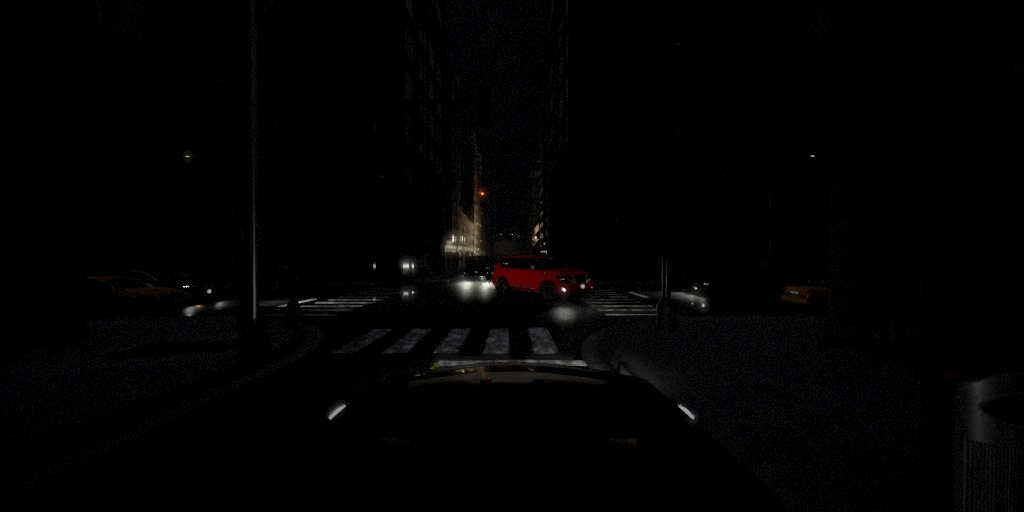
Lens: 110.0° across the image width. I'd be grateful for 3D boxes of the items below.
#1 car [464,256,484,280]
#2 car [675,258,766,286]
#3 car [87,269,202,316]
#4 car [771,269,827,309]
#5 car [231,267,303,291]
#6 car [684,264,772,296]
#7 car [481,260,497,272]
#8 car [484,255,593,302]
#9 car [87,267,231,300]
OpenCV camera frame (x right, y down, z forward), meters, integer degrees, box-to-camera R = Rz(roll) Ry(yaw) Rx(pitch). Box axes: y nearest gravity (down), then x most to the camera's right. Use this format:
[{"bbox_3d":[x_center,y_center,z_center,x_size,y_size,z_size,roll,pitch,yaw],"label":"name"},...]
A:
[{"bbox_3d":[-2.909,0.969,31.681,2.150,2.045,5.566,0,-1,0],"label":"car"},{"bbox_3d":[12.315,1.032,20.936,5.009,1.841,2.192,0,0,0],"label":"car"},{"bbox_3d":[-14.403,1.305,12.896,4.829,1.417,1.751,0,0,0],"label":"car"},{"bbox_3d":[12.481,1.280,12.910,4.829,1.417,1.751,0,0,0],"label":"car"},{"bbox_3d":[-14.568,1.307,20.921,4.313,1.339,1.948,0,0,0],"label":"car"},{"bbox_3d":[12.135,1.277,18.360,5.357,1.411,2.033,0,0,3],"label":"car"},{"bbox_3d":[-2.931,1.239,46.699,1.837,1.490,4.892,0,0,0],"label":"car"},{"bbox_3d":[1.287,0.967,17.636,2.150,2.045,5.566,-1,1,-40],"label":"car"},{"bbox_3d":[-15.481,1.260,15.421,4.902,1.511,2.128,0,0,0],"label":"car"}]
